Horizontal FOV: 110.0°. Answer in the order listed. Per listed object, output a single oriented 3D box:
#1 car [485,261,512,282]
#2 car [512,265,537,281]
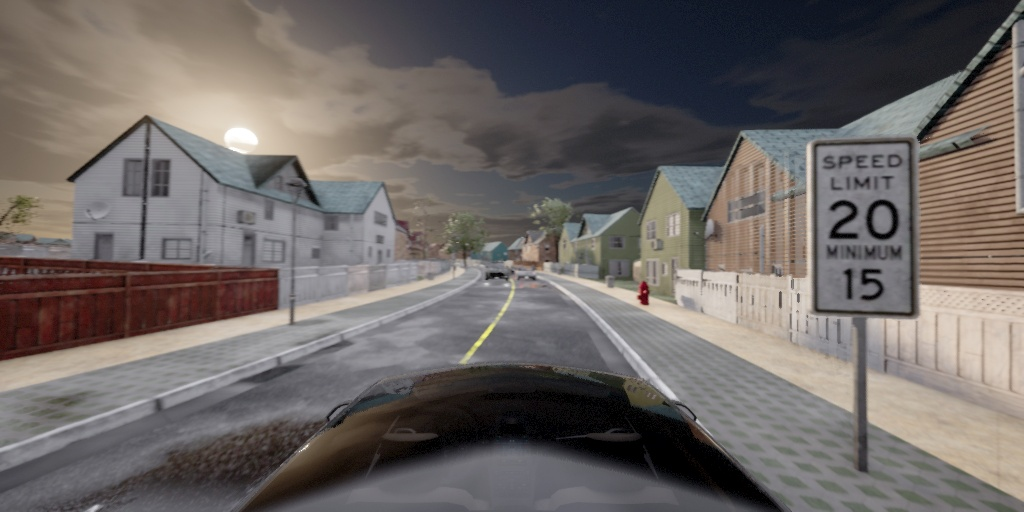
[{"bbox_3d":[-1.352,1.306,33.068,2.097,1.767,4.553,1,0,-2],"label":"car"},{"bbox_3d":[1.297,1.708,35.572,1.895,1.301,4.718,1,0,-2],"label":"car"}]
